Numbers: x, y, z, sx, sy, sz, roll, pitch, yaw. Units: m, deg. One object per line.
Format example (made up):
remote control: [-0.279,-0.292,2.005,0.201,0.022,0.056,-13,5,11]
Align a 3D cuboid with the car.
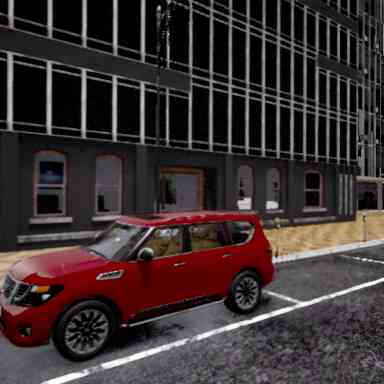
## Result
car: [-0.623,1.325,6.108,5.009,1.841,2.192,0,0,-35]
